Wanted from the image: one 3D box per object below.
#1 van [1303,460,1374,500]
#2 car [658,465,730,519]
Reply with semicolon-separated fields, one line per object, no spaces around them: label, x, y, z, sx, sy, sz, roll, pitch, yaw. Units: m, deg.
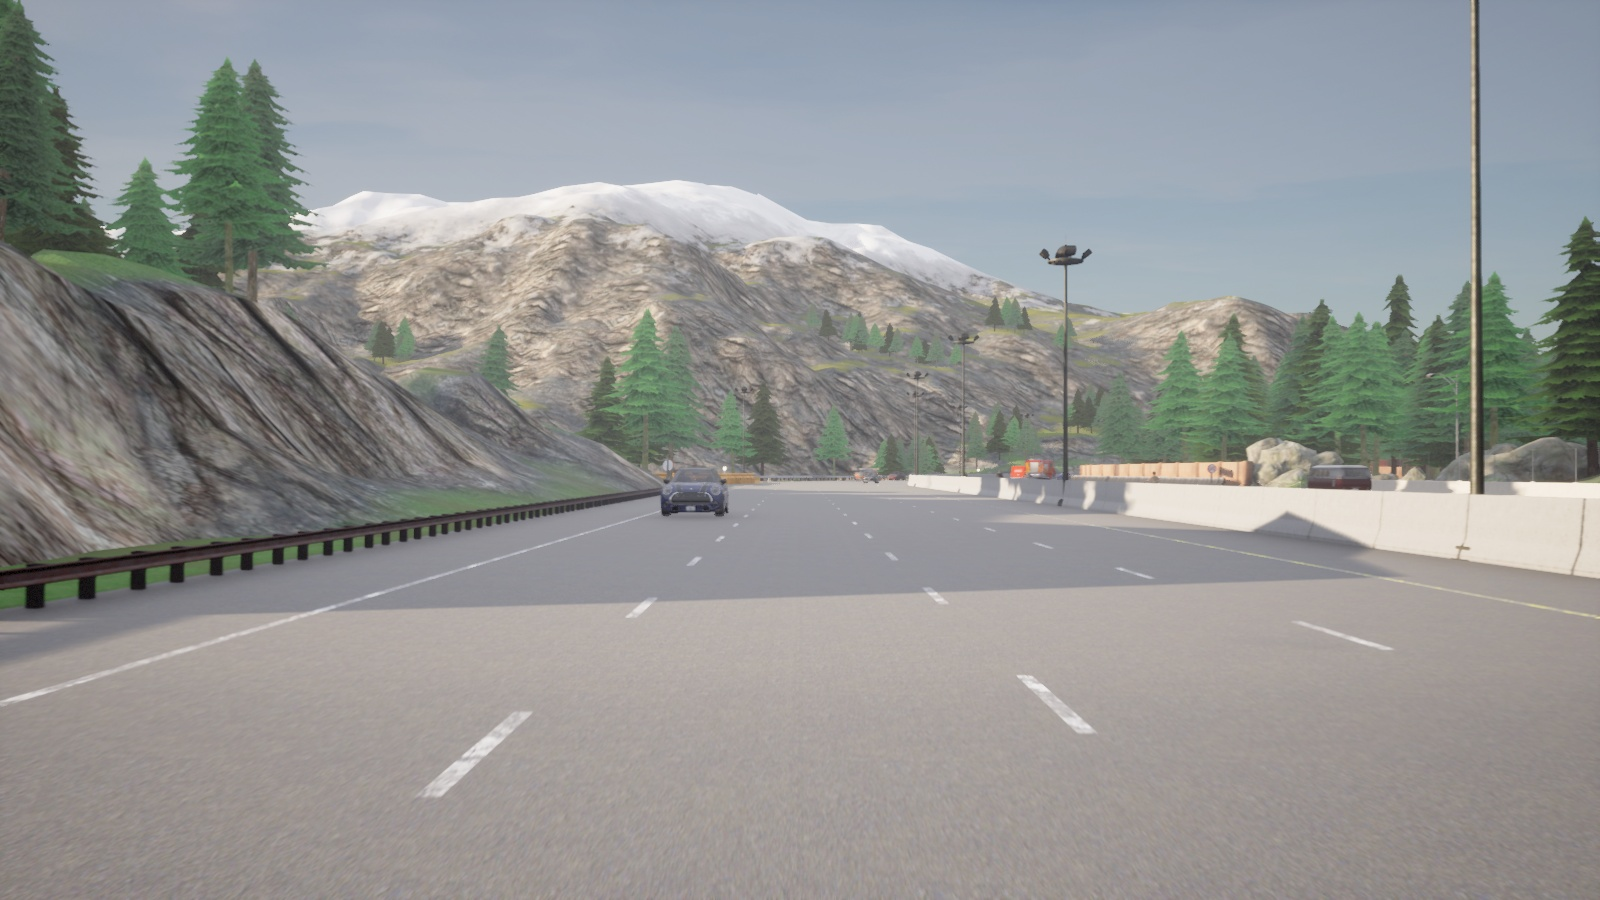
van;27.841;1.545;65.081;1.775;1.987;4.442;0;-1;0
car;-3.606;1.415;43.490;2.097;1.767;4.553;0;-1;0
